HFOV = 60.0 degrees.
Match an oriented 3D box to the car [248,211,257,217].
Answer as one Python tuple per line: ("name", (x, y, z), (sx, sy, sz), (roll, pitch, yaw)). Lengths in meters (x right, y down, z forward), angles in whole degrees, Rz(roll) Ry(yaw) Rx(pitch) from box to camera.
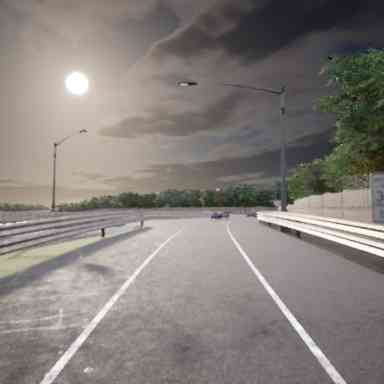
("car", (14.517, 5.251, 80.240), (2.128, 1.511, 4.902), (-1, -3, 15))

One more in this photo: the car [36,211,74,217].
("car", (-12.430, 2.518, 32.543), (2.033, 1.411, 5.357), (-3, -4, 44))

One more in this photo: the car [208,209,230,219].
("car", (4.851, 3.880, 56.283), (1.812, 1.442, 4.674), (-1, -4, 28))
